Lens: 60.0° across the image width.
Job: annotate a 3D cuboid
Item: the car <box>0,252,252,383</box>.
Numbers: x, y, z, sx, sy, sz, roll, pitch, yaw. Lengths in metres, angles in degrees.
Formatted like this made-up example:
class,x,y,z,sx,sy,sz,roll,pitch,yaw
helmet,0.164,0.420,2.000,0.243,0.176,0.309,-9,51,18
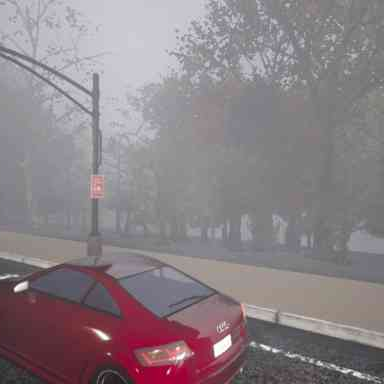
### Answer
class,x,y,z,sx,sy,sz,roll,pitch,yaw
car,-1.314,1.563,4.618,4.181,1.385,1.994,0,0,35
